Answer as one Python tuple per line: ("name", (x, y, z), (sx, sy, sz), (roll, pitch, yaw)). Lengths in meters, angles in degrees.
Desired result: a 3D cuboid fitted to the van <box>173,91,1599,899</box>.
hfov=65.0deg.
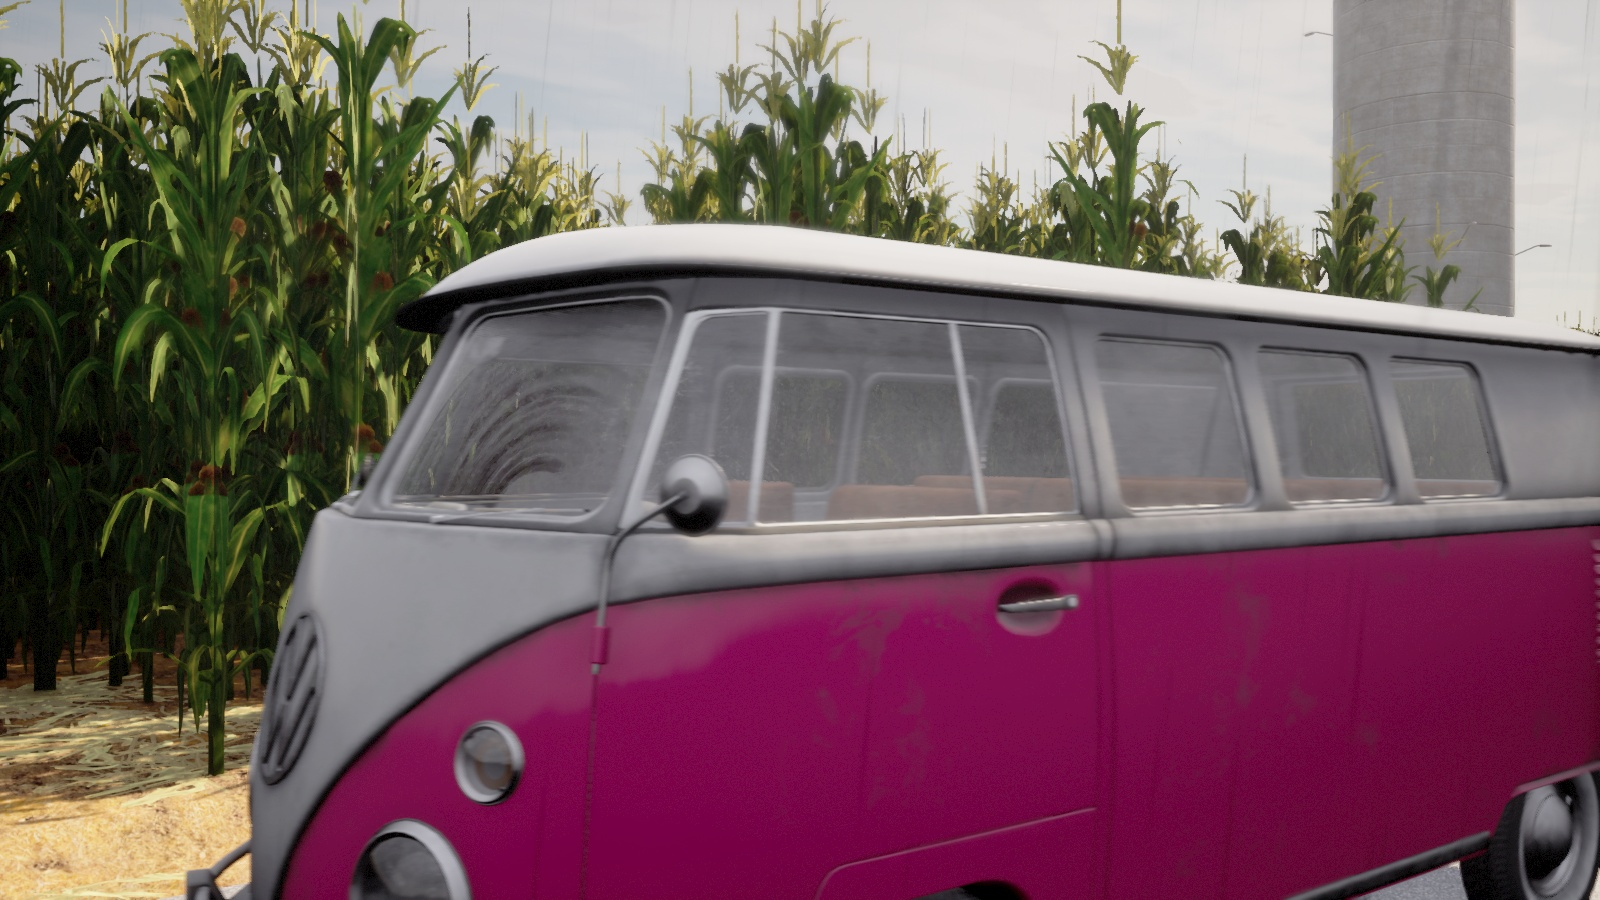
("van", (0.757, 0.502, 3.699), (4.442, 1.987, 1.775), (0, 0, -35))
